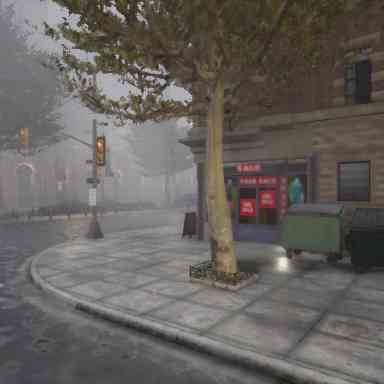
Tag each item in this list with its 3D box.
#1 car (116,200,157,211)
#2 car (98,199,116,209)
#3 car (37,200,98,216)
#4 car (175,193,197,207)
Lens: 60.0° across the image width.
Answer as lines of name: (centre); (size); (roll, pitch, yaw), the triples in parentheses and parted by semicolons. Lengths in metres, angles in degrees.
car: (-6.600, 1.601, 41.234); (1.895, 1.301, 4.718); (0, 0, 36)
car: (-11.998, 1.595, 45.119); (1.895, 1.301, 4.718); (0, 0, 36)
car: (-12.499, 1.547, 33.152); (2.033, 1.411, 5.357); (0, 0, 36)
car: (-0.258, 1.221, 49.902); (2.150, 2.045, 5.566); (0, 0, 36)
